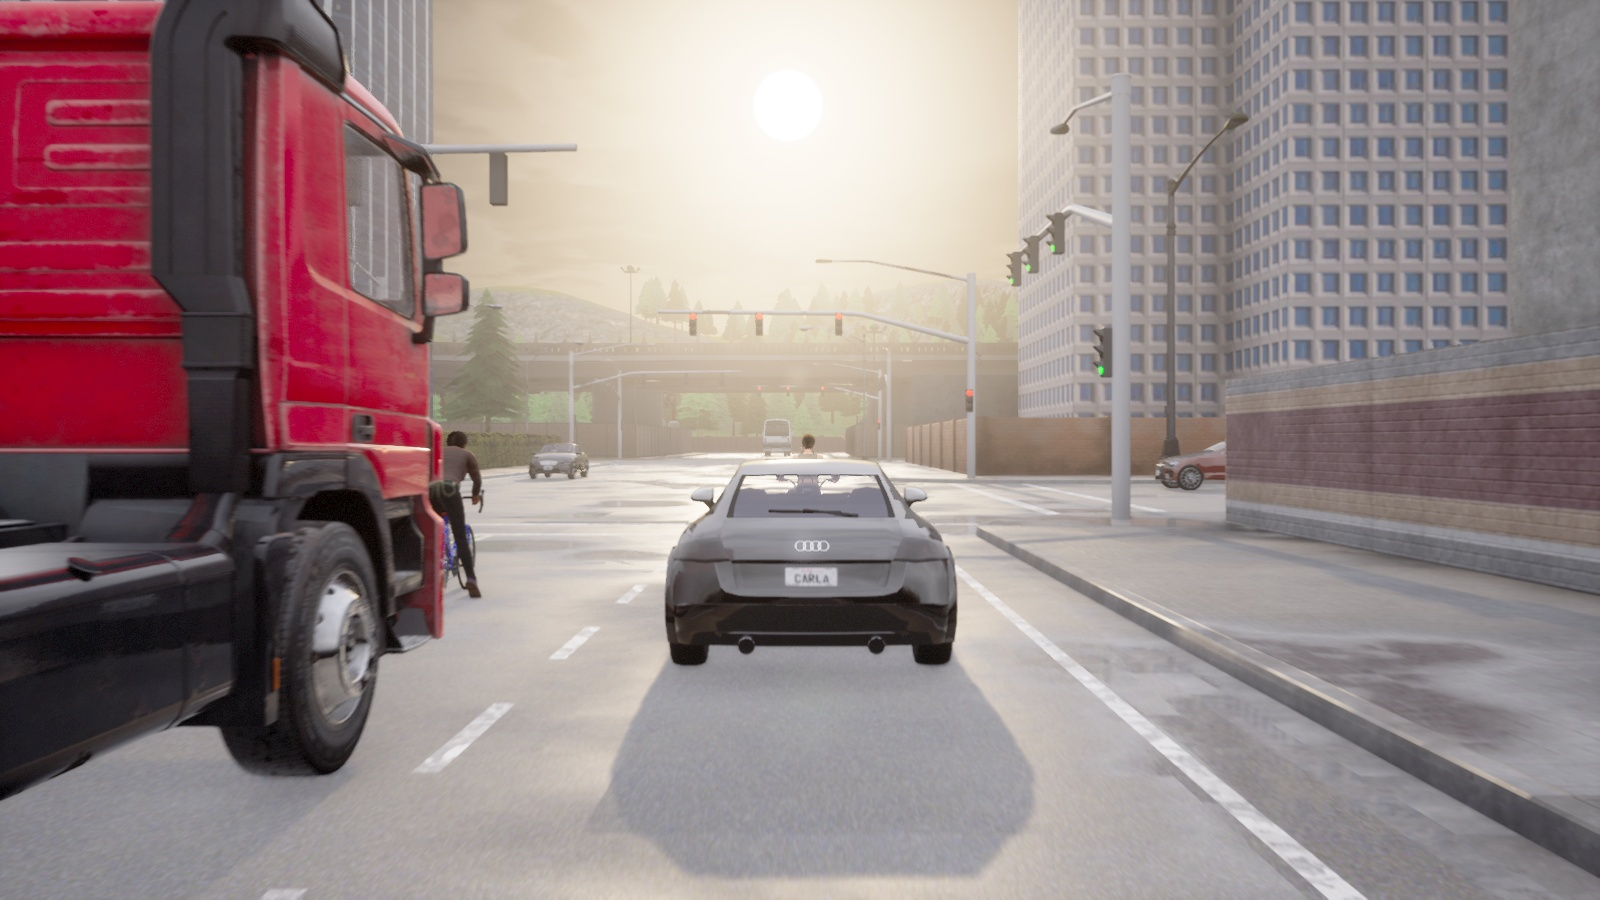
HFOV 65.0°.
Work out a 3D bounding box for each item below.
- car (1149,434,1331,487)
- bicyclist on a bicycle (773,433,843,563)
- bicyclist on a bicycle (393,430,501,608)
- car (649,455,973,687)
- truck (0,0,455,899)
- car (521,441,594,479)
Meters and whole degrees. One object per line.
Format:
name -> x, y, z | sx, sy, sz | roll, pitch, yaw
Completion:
car -> 13.932, 0.311, 39.987 | 5.027, 1.651, 2.152 | 0, 0, 1
bicyclist on a bicycle -> 0.103, 0.591, 16.345 | 0.866, 1.612, 1.509 | 0, 0, 0
bicyclist on a bicycle -> -3.415, 0.627, 12.274 | 0.582, 1.620, 1.656 | 0, 0, 0
car -> 0.072, 0.755, 9.825 | 1.994, 1.385, 4.181 | 0, 0, 0
truck -> -3.465, -0.257, 3.306 | 2.891, 3.462, 7.936 | 0, 0, 0
car -> -10.183, 0.395, 53.130 | 2.128, 1.511, 4.902 | 0, 0, 0
